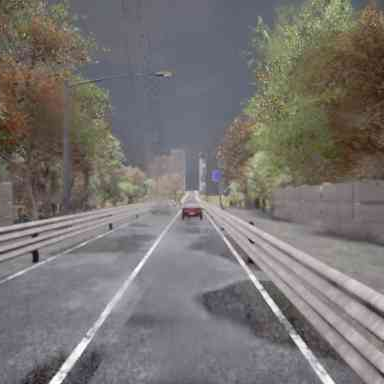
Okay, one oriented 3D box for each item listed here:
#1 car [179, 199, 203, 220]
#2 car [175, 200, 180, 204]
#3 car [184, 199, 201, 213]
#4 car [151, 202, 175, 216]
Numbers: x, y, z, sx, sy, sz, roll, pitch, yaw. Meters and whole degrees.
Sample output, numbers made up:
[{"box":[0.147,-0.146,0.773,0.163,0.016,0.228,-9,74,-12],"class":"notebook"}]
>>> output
[{"box":[0.022,1.712,31.123,1.882,1.535,5.008,0,-1,0],"class":"car"},{"box":[-3.216,2.695,78.991,1.837,1.490,4.892,0,-1,0],"class":"car"},{"box":[0.063,1.796,44.842,2.097,1.767,4.553,0,-1,1],"class":"car"},{"box":[-3.332,1.859,36.838,2.033,1.411,5.357,0,-1,0],"class":"car"}]
